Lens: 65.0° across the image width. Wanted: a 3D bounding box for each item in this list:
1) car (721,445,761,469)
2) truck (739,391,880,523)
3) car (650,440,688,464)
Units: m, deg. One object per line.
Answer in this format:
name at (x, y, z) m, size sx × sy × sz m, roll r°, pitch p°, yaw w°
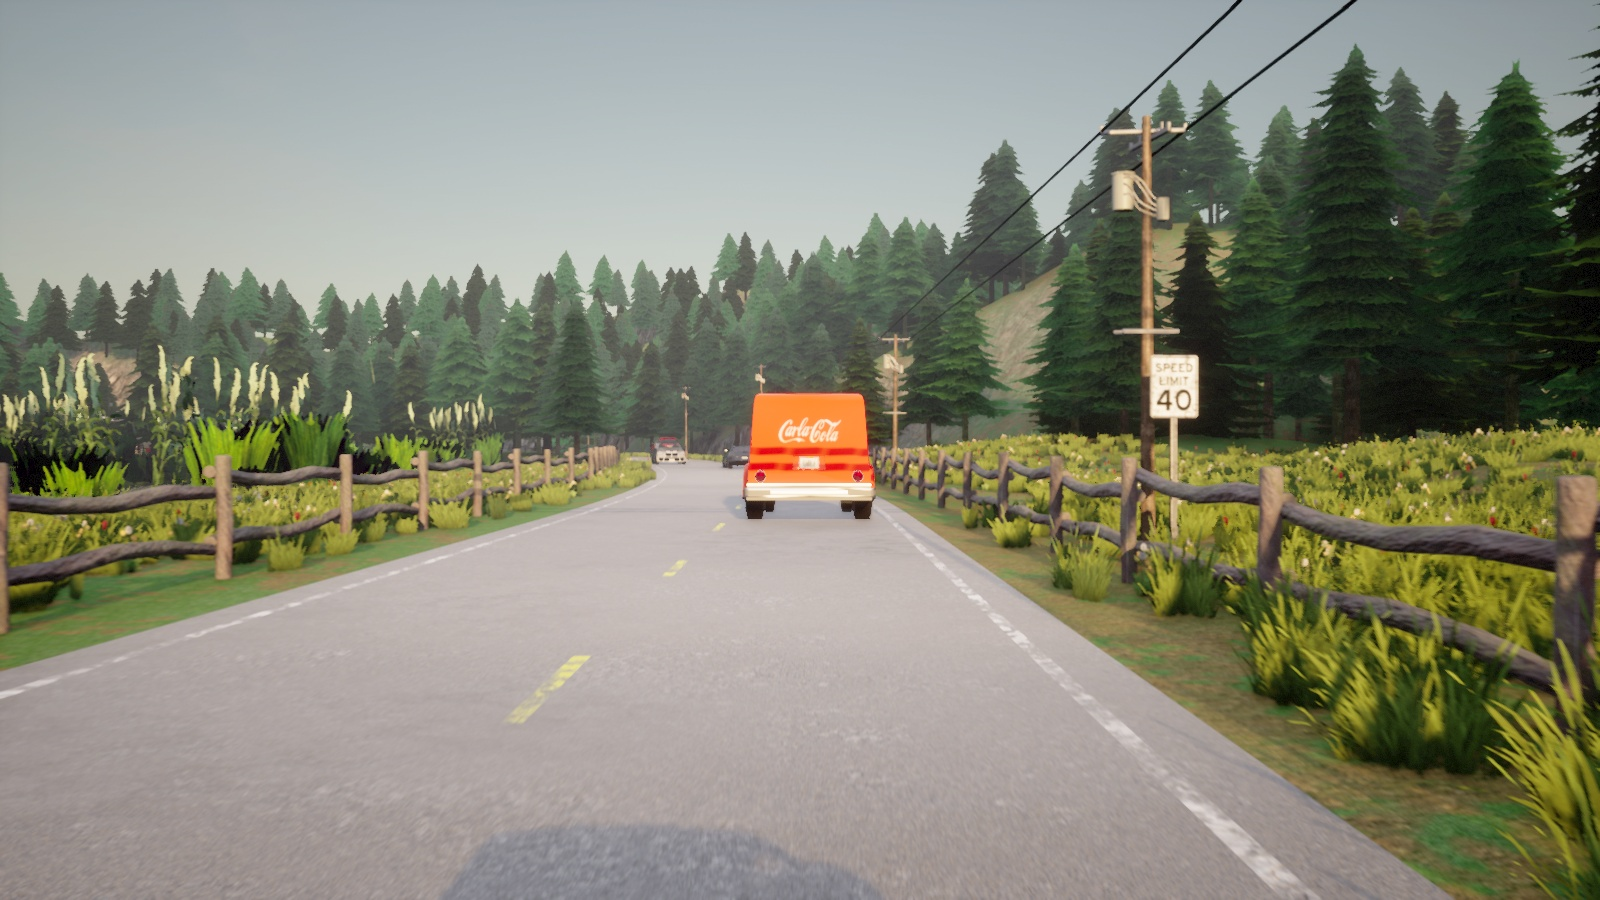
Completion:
car at (-3.542, 0.417, 75.017) m, size 1.994 × 1.385 × 4.181 m, roll 0°, pitch 0°, yaw -9°
truck at (0.171, 0.124, 26.080) m, size 2.627 × 2.467 × 5.204 m, roll 0°, pitch 0°, yaw 0°
car at (-9.319, 0.117, 89.190) m, size 2.242 × 1.667 × 4.611 m, roll 0°, pitch 0°, yaw -12°
